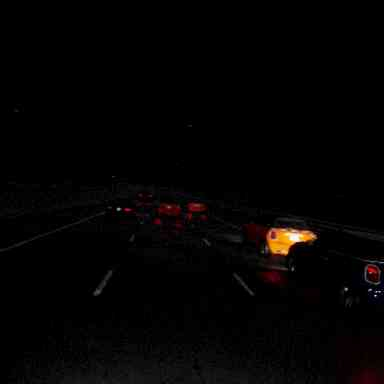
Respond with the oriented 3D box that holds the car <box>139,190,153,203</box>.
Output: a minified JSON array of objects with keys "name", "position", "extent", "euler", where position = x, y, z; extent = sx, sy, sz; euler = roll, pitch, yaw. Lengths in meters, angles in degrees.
[{"name":"car","position":[-8.102,0.784,58.348],"extent":[2.150,2.045,5.566],"euler":[5,-1,-5]}]

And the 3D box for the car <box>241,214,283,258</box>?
[{"name":"car","position":[3.700,1.776,14.807],"extent":[2.097,1.767,4.553],"euler":[5,0,-5]}]

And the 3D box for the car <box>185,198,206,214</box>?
[{"name":"car","position":[0.450,1.618,40.358],"extent":[2.097,1.767,4.553],"euler":[5,0,-5]}]

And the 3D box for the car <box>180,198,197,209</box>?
[{"name":"car","position":[-0.639,1.770,51.637],"extent":[2.033,1.411,5.357],"euler":[5,0,-5]}]

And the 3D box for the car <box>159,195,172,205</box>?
[{"name":"car","position":[-4.789,1.372,60.174],"extent":[2.128,1.511,4.902],"euler":[5,0,-5]}]

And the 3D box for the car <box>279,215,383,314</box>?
[{"name":"car","position":[4.231,1.792,8.830],"extent":[2.097,1.767,4.553],"euler":[5,0,-5]}]

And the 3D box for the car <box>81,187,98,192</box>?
[{"name":"car","position":[-19.227,0.155,63.851],"extent":[1.895,1.301,4.718],"euler":[5,0,-5]}]

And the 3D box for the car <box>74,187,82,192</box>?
[{"name":"car","position":[-23.198,-0.299,69.347],"extent":[1.812,1.442,4.674],"euler":[5,0,-5]}]

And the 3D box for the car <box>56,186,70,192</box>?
[{"name":"car","position":[-26.672,-0.594,69.038],"extent":[1.994,1.385,4.181],"euler":[5,0,-5]}]

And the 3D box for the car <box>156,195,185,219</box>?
[{"name":"car","position":[-2.111,1.324,30.168],"extent":[2.097,1.767,4.553],"euler":[5,0,-5]}]

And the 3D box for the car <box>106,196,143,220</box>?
[{"name":"car","position":[-5.172,1.208,25.020],"extent":[2.033,1.411,5.357],"euler":[5,0,-5]}]
